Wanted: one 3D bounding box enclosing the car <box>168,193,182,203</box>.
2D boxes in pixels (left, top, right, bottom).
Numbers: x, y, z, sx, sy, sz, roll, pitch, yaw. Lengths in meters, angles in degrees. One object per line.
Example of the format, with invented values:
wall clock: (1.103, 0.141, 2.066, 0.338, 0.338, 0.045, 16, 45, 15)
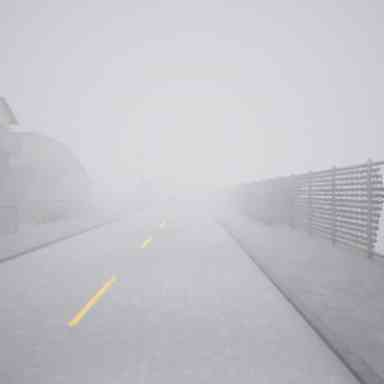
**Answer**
car: (-3.991, 1.342, 72.178, 2.150, 2.045, 5.566, 0, 0, 0)
